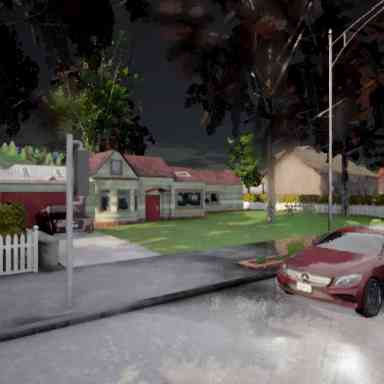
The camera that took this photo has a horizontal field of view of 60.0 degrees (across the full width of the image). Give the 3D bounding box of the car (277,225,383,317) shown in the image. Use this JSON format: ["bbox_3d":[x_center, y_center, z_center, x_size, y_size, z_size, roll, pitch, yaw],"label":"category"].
[{"bbox_3d":[3.954,1.521,7.583,4.674,1.442,1.812,0,0,-37],"label":"car"}]

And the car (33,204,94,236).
[{"bbox_3d":[-6.299,1.298,16.141,1.994,1.381,4.181,0,0,-37],"label":"car"}]
